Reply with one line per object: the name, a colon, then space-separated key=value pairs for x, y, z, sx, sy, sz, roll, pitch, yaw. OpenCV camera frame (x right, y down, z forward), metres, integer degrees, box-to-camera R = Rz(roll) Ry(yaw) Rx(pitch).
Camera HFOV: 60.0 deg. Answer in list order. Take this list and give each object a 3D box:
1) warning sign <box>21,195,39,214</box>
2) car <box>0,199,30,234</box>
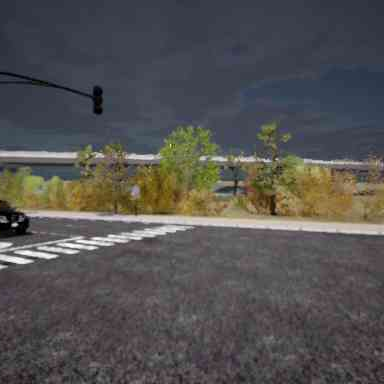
warning sign: x=-16.431 y=1.226 z=33.764 sx=1.060 sy=1.860 sz=1.300 roll=2 pitch=0 yaw=33
car: x=-12.012 y=1.462 z=19.681 sx=5.566 sy=2.045 sz=2.150 roll=0 pitch=1 yaw=33
